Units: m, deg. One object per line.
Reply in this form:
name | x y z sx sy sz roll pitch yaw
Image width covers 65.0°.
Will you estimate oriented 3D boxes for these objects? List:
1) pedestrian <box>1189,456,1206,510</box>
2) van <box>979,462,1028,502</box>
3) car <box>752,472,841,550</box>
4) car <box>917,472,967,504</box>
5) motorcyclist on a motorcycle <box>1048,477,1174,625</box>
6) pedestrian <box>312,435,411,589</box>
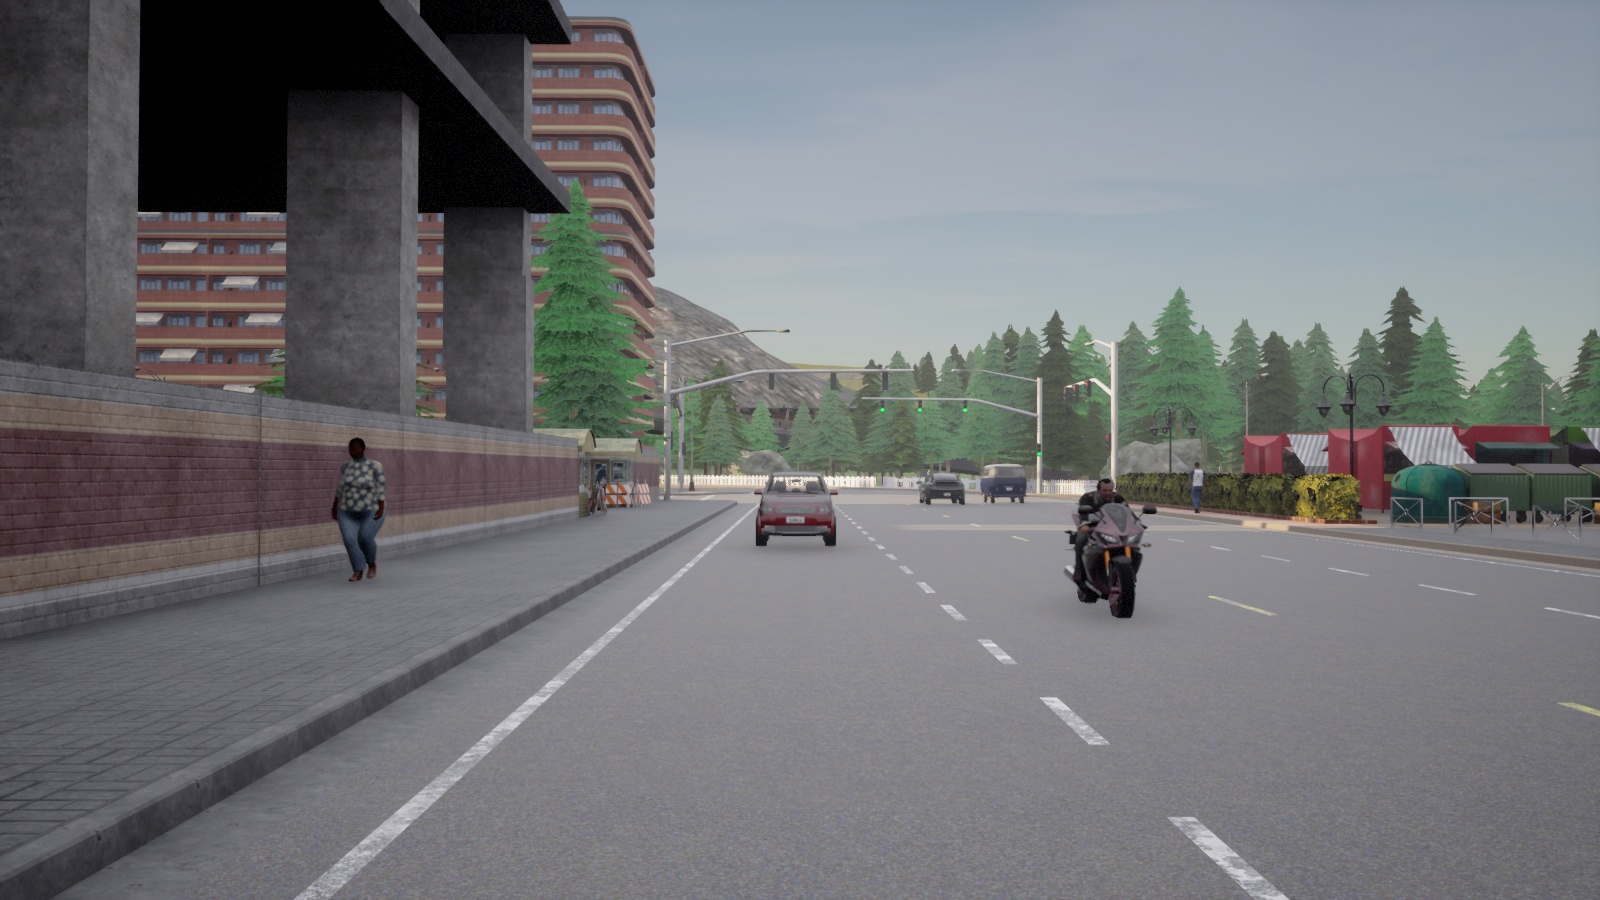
pedestrian | 13.743 1.141 43.402 0.354 1.836 0.706 0 -1 0
van | 10.324 1.628 64.053 1.775 1.987 4.442 0 -1 0
car | -0.074 1.245 26.957 1.789 1.549 3.705 0 -1 0
car | 6.834 1.818 60.763 1.837 1.490 4.892 0 -1 0
motorcyclist on a motorcycle | 3.461 1.073 14.186 0.866 1.530 2.191 0 -1 0
pedestrian | -5.451 0.759 15.647 0.874 1.855 0.900 0 -1 4
